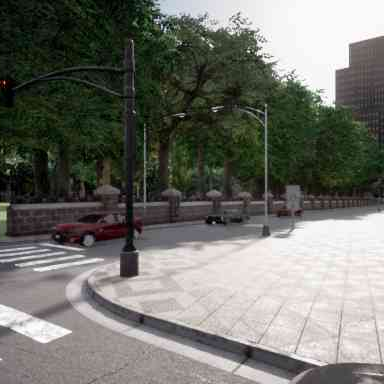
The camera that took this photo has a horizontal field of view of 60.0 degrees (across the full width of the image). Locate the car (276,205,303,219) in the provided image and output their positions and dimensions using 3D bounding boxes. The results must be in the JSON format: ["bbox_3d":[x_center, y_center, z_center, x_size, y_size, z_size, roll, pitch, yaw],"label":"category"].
[{"bbox_3d":[11.799,2.327,40.101,1.882,1.535,5.008,0,-1,36],"label":"car"}]

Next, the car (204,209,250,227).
[{"bbox_3d":[2.983,2.128,27.671,1.895,1.301,4.718,0,-1,36],"label":"car"}]

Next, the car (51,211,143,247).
[{"bbox_3d":[-4.567,1.733,16.652,1.882,1.535,5.008,0,-1,31],"label":"car"}]

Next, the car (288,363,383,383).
[{"bbox_3d":[2.371,1.551,1.272,4.403,1.369,2.008,0,0,36],"label":"car"}]
